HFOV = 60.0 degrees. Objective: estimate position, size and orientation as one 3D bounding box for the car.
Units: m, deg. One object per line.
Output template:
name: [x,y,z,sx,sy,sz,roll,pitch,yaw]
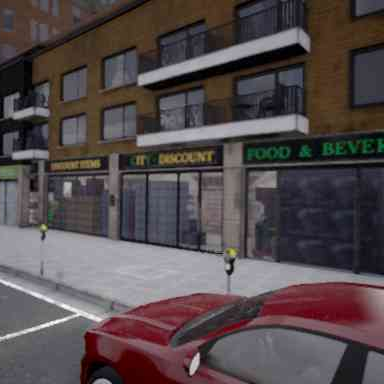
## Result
car: [1.100,1.503,2.598,5.008,1.535,1.882,0,0,39]
